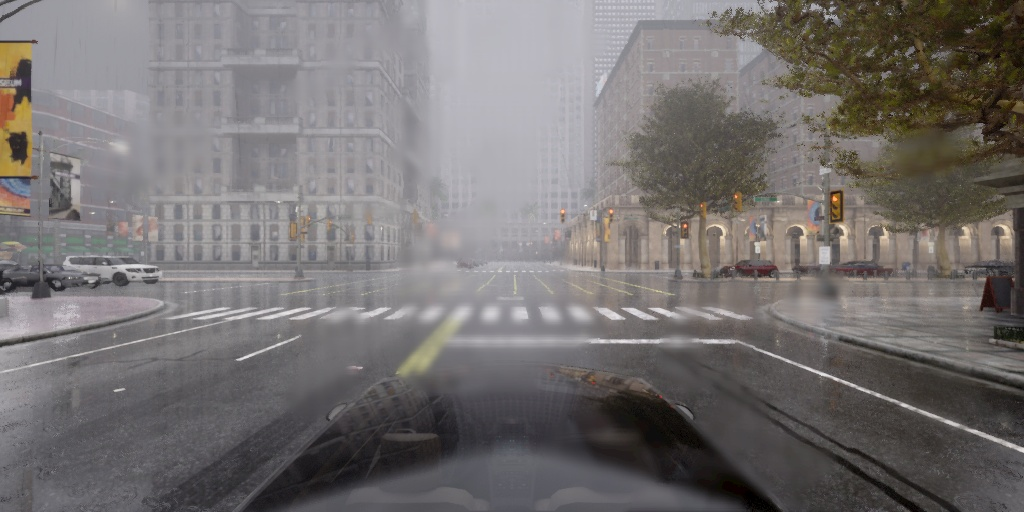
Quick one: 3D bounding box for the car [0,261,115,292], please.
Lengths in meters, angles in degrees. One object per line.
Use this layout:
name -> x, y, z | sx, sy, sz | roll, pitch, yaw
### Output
car -> -27.066, 1.241, 21.030 | 4.902, 1.511, 2.128 | 0, 0, 0

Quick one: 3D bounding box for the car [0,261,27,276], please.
car -> -52.547, 1.255, 36.911 | 4.892, 1.490, 1.837 | 0, 0, 20

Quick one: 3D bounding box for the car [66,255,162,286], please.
car -> -27.387, 0.971, 24.547 | 5.566, 2.045, 2.150 | 0, 0, 2

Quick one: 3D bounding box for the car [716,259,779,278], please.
car -> 21.385, 1.102, 32.485 | 4.553, 1.767, 2.097 | 0, 0, 0

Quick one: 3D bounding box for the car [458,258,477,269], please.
car -> -7.120, 1.101, 56.051 | 2.097, 1.767, 4.553 | 0, 0, 0

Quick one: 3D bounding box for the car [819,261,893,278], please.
car -> 31.228, 1.350, 32.437 | 4.718, 1.301, 1.895 | 0, 0, 0

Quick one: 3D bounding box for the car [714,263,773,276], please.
car -> 23.146, 1.351, 35.977 | 4.718, 1.301, 1.895 | 0, 0, 0

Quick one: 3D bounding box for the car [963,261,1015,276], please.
car -> 48.254, 1.241, 35.825 | 4.902, 1.511, 2.128 | 0, 0, 1
